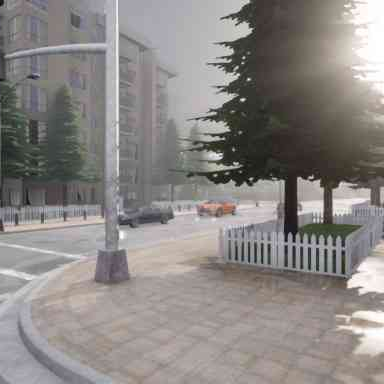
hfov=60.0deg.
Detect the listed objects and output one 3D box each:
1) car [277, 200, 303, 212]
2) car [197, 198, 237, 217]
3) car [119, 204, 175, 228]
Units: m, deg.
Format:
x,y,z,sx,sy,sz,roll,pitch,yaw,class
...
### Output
x,y,z,sx,sy,sz,roll,pitch,yaw,class
11.107,1.541,37.606,1.812,1.442,4.674,0,0,34,car
2.384,1.367,31.185,2.097,1.767,4.553,0,0,34,car
-3.346,1.563,22.649,2.033,1.411,5.357,0,0,34,car
